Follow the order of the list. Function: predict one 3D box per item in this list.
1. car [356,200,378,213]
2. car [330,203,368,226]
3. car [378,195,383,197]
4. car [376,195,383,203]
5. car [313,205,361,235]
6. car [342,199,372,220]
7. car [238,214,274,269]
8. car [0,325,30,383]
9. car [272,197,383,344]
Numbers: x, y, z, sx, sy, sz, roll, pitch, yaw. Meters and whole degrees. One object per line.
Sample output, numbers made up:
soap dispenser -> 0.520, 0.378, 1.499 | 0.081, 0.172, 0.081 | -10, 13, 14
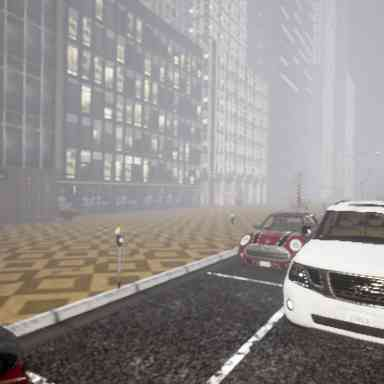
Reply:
car -> 20.444, 1.645, 38.739 | 1.947, 1.339, 4.313 | 1, 0, 32
car -> 11.725, 1.570, 24.650 | 2.008, 1.369, 4.403 | 1, 0, 32
car -> 37.881, 1.786, 66.918 | 1.947, 1.339, 4.313 | 1, 0, 32
car -> 43.697, 1.587, 76.309 | 2.192, 1.841, 5.009 | 1, 0, 32
car -> 8.819, 1.550, 19.953 | 2.008, 1.369, 4.403 | 1, 0, 32
car -> 14.634, 1.479, 29.346 | 1.967, 1.590, 4.097 | 1, 0, 32
car -> 3.009, 1.402, 10.561 | 1.967, 1.590, 4.097 | 1, 0, 32
car -> -2.806, 1.494, 1.169 | 1.947, 1.339, 4.313 | 1, 0, 32
car -> 3.552, 1.228, 6.504 | 2.150, 2.045, 5.566 | 1, 1, 32
